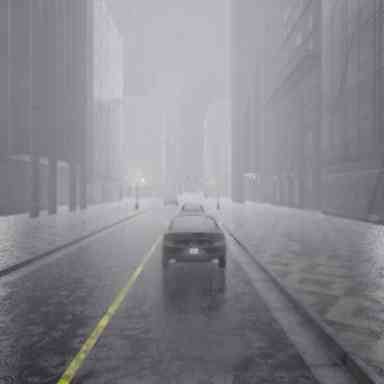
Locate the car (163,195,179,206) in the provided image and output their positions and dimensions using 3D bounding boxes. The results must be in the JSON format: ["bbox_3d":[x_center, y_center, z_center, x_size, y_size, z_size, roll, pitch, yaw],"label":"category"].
[{"bbox_3d":[-3.113,1.193,50.259,2.097,1.767,4.553,0,0,0],"label":"car"}]

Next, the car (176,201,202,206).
[{"bbox_3d":[0.037,1.516,25.061,1.895,1.301,4.718,0,0,0],"label":"car"}]

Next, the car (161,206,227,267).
[{"bbox_3d":[0.056,1.441,11.279,1.882,1.535,5.008,0,-1,0],"label":"car"}]
